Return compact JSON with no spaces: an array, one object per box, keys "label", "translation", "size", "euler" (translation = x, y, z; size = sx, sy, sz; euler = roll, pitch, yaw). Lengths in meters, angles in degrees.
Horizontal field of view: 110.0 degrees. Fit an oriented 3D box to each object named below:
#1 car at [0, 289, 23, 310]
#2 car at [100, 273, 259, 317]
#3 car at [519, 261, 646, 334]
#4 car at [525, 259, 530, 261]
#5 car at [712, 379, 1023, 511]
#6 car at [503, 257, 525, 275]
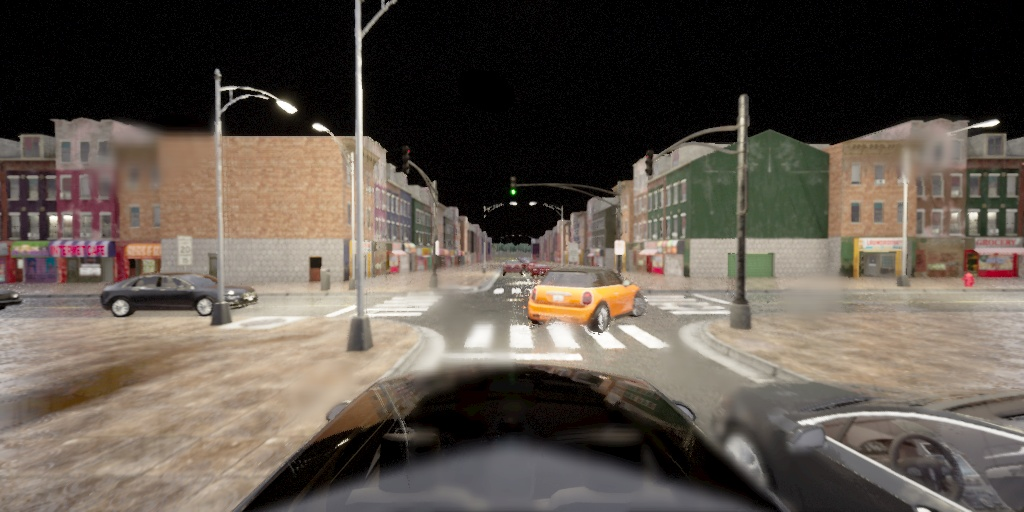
[{"label":"car","translation":[-22.086,1.501,13.423],"size":[5.357,1.411,2.033],"euler":[-1,1,-1]},{"label":"car","translation":[-12.244,1.383,13.397],"size":[4.892,1.490,1.837],"euler":[0,1,-2]},{"label":"car","translation":[2.467,1.119,11.105],"size":[2.097,1.767,4.553],"euler":[0,0,36]},{"label":"car","translation":[2.622,1.399,44.985],"size":[1.802,1.307,4.207],"euler":[0,0,0]},{"label":"car","translation":[2.637,1.300,1.476],"size":[2.007,1.370,4.403],"euler":[0,0,0]},{"label":"car","translation":[0.086,1.160,39.707],"size":[2.097,1.767,4.553],"euler":[0,0,0]}]
